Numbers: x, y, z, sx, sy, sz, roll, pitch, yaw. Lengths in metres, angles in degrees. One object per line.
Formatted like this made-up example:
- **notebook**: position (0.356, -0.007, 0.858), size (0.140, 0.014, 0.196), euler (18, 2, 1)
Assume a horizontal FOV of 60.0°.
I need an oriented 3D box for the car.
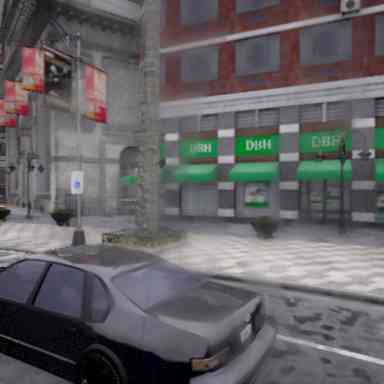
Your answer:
- **car**: position (-1.617, 1.506, 4.716), size (5.357, 1.411, 2.033), euler (0, 0, 30)
